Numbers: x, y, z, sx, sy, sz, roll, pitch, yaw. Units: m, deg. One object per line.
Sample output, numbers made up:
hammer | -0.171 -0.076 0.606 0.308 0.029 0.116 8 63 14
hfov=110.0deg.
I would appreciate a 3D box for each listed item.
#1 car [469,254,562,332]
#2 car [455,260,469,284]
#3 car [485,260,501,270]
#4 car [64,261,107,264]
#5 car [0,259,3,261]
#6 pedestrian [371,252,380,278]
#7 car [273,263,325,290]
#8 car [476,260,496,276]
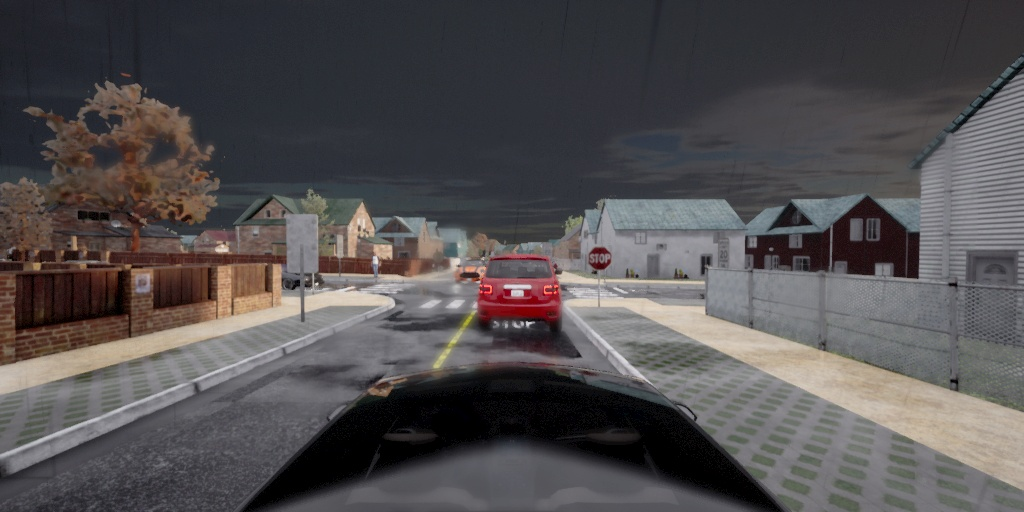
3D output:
car | 0.369 0.967 11.060 2.150 2.045 5.566 0 0 5
car | -2.788 1.046 25.798 2.097 1.767 4.553 0 -1 0
car | -2.672 1.272 52.324 2.033 1.411 5.357 0 0 1
car | -23.209 0.928 19.774 4.718 1.301 1.895 1 1 1
car | -35.940 0.482 22.955 5.008 1.535 1.882 1 1 1
pedestrian | -9.619 0.609 25.371 0.375 1.860 0.375 0 0 1
car | -13.221 1.079 19.552 5.357 1.411 2.033 1 1 3
car | -2.746 1.237 38.594 1.837 1.490 4.892 0 1 0
